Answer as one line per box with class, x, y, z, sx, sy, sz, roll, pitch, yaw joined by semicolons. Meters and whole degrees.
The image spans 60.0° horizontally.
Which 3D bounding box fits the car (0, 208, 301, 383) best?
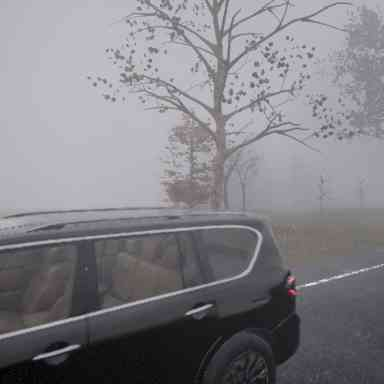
car;-1.369;1.221;3.020;5.566;2.045;2.150;0;0;-36
